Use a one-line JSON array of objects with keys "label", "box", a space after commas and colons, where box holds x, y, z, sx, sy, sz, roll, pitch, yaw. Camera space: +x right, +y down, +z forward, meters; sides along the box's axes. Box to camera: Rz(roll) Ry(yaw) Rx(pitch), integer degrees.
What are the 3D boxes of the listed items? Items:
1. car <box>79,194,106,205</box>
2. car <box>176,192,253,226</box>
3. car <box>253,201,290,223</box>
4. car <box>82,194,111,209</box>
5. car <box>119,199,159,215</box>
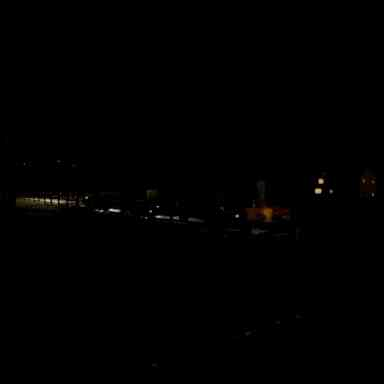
[{"label": "car", "box": [-14.559, 1.034, 48.440, 2.128, 1.511, 4.902, 1, 0, -36]}, {"label": "car", "box": [1.102, 1.053, 22.090, 2.150, 2.045, 5.566, 1, 0, -36]}, {"label": "car", "box": [4.320, 1.356, 22.730, 1.882, 1.535, 5.008, 1, 0, -36]}, {"label": "car", "box": [-10.943, 1.110, 38.535, 2.128, 1.511, 4.902, 1, 0, -36]}, {"label": "car", "box": [-4.823, 1.329, 30.166, 1.895, 1.301, 4.718, 1, 0, -36]}]
